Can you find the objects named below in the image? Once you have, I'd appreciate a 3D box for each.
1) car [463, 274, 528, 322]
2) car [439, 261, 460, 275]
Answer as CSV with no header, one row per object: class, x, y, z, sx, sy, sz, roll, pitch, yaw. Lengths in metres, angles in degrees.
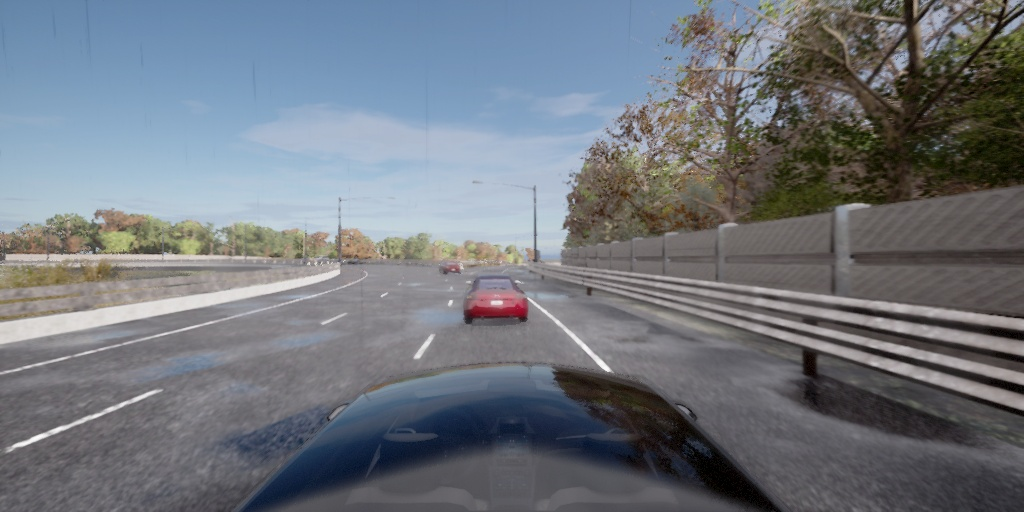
car,-0.641,1.319,12.313,1.994,1.385,4.181,0,0,-6
car,-7.029,1.310,40.287,1.812,1.442,4.674,0,0,-20
